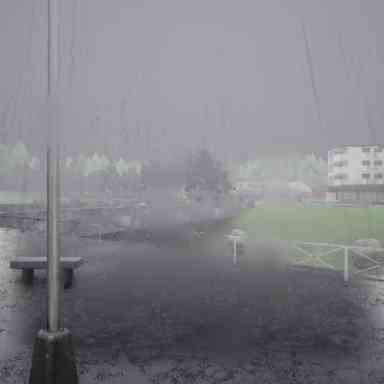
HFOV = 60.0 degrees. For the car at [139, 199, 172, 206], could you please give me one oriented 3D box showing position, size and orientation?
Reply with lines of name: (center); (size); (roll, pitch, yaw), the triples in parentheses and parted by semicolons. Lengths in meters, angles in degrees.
car: (-4.689, 1.601, 43.689); (1.895, 1.301, 4.718); (0, 0, 36)
